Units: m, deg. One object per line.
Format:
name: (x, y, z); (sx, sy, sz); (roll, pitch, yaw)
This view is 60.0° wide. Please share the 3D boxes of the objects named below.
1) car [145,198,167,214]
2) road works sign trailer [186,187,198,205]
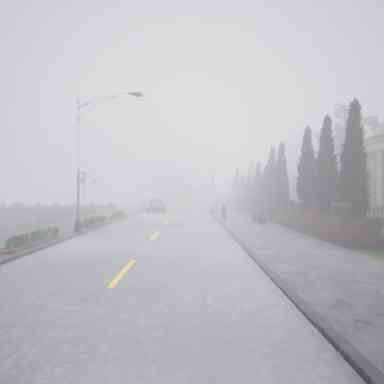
car: (-4.098, 1.531, 38.587); (2.097, 1.767, 4.553); (0, 0, 0)
road works sign trailer: (-0.020, 0.782, 68.721); (2.380, 3.560, 2.880); (0, 0, 0)
